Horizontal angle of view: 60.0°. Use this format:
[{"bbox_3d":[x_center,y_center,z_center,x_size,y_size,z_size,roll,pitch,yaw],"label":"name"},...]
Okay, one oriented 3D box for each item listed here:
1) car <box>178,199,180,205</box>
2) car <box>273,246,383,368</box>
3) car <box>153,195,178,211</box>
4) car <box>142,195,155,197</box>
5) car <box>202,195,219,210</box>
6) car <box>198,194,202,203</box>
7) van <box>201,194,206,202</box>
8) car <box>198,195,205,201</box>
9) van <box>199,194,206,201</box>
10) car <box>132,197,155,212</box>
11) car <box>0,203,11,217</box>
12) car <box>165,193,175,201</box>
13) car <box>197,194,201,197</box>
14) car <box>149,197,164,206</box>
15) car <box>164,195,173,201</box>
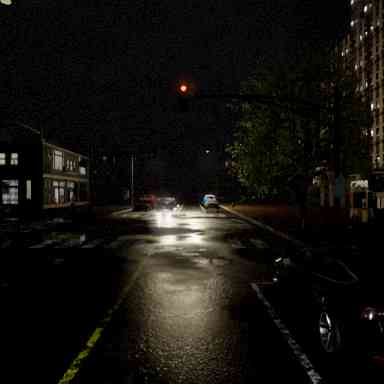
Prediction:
[{"bbox_3d":[-3.166,1.567,49.137,1.994,1.385,4.181,0,0,-1],"label":"car"},{"bbox_3d":[2.687,1.566,5.763,1.947,1.339,4.313,0,0,0],"label":"car"},{"bbox_3d":[-3.145,1.494,40.006,2.128,1.511,4.902,0,0,0],"label":"car"},{"bbox_3d":[-5.743,1.318,43.779,2.192,1.841,5.009,0,0,0],"label":"car"},{"bbox_3d":[2.636,1.528,43.962,1.752,1.417,4.829,0,0,0],"label":"car"},{"bbox_3d":[2.614,1.556,60.446,2.008,1.369,4.403,0,0,0],"label":"car"},{"bbox_3d":[2.630,1.345,49.344,1.690,1.788,3.998,0,0,0],"label":"van"},{"bbox_3d":[2.578,1.534,88.371,1.752,1.417,4.829,0,0,0],"label":"car"},{"bbox_3d":[2.587,1.349,82.650,1.690,1.788,3.998,0,0,0],"label":"van"},{"bbox_3d":[-5.736,1.584,38.228,1.802,1.307,4.206,0,0,0],"label":"car"},{"bbox_3d":[-17.304,1.371,27.216,4.507,1.381,1.887,1,-1,-1],"label":"car"},{"bbox_3d":[-5.802,1.324,88.187,2.192,1.841,5.009,0,0,0],"label":"car"},{"bbox_3d":[2.600,1.572,71.548,1.947,1.339,4.313,0,0,0],"label":"car"},{"bbox_3d":[-5.758,1.555,54.881,2.008,1.369,4.403,0,0,0],"label":"car"},{"bbox_3d":[-5.795,1.558,82.636,2.008,1.369,4.403,0,0,0],"label":"car"}]
